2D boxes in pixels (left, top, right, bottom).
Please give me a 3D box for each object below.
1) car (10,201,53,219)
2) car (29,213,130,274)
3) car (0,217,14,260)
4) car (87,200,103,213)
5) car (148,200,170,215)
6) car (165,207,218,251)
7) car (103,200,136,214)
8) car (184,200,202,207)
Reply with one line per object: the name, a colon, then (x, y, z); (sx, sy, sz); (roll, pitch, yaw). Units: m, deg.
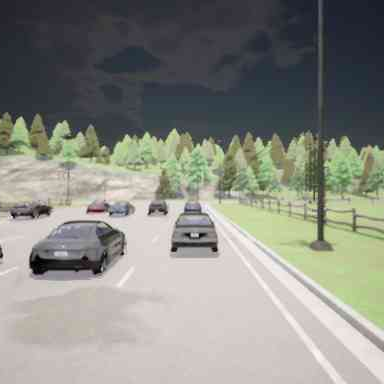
car: (-13.907, 1.539, 29.121); (2.128, 1.511, 4.902); (0, 0, 0)
car: (-3.403, 1.582, 10.651); (1.994, 1.385, 4.181); (0, 0, 0)
car: (-6.903, 1.579, 8.774); (1.994, 1.385, 4.181); (0, 0, 0)
car: (-10.409, 1.626, 37.594); (1.994, 1.385, 4.181); (0, 0, 0)
car: (-3.409, 1.562, 34.509); (1.837, 1.490, 4.892); (0, 0, 0)
car: (0.096, 1.571, 14.219); (2.033, 1.411, 5.357); (0, 0, 0)
car: (-6.907, 1.603, 33.102); (2.033, 1.411, 5.357); (0, 0, 0)
car: (0.091, 1.626, 37.185); (1.994, 1.385, 4.181); (0, 0, 0)
